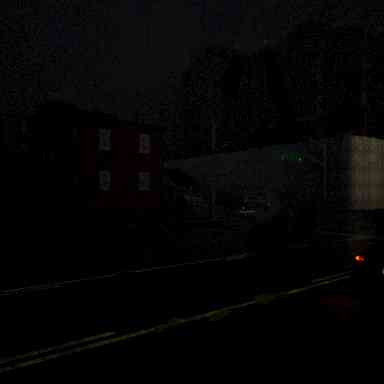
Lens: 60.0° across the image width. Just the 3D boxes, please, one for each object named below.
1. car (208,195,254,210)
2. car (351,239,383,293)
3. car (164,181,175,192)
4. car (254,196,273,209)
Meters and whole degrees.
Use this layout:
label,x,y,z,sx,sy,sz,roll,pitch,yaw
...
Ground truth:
label,x,y,z,sx,sy,sz,roll,pitch,yaw
car,3.999,1.103,37.592,2.033,1.411,5.357,0,5,-36
car,5.579,1.563,7.732,4.181,1.385,1.994,0,0,-35
car,-4.225,-0.857,49.101,1.895,1.301,4.718,0,11,-36
car,7.456,1.150,39.096,1.812,1.442,4.674,0,5,-35
